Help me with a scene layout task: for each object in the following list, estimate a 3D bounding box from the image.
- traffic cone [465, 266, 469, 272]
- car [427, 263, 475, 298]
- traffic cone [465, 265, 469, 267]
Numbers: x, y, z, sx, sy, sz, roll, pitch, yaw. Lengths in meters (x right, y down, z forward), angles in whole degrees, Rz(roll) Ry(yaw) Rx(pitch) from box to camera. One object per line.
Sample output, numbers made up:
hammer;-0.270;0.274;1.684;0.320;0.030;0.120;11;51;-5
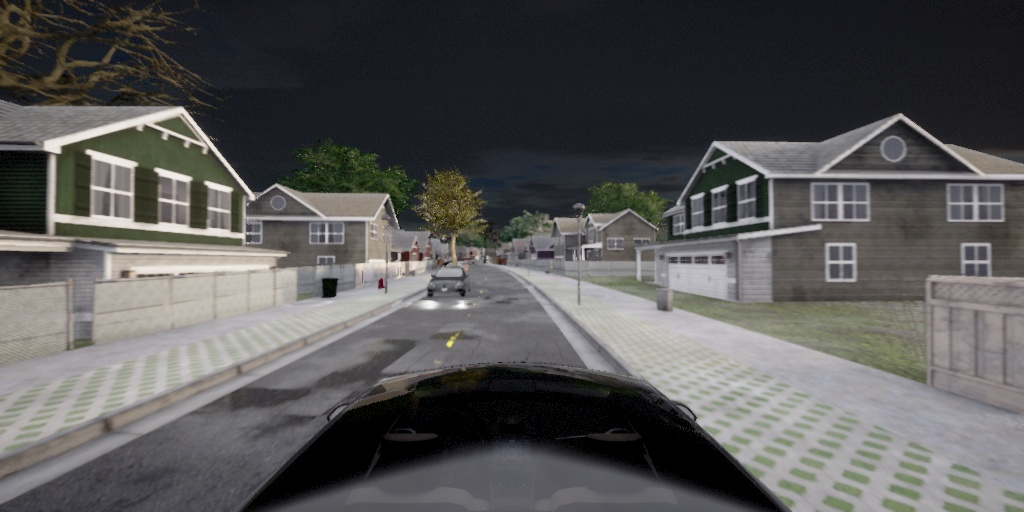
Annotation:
traffic cone;-5.633;1.809;43.292;0.340;0.580;0.340;0;0;-5
car;-3.199;1.300;18.899;1.812;1.442;4.674;0;0;-2
traffic cone;-6.080;1.833;48.247;0.340;0.580;0.340;0;0;-5
